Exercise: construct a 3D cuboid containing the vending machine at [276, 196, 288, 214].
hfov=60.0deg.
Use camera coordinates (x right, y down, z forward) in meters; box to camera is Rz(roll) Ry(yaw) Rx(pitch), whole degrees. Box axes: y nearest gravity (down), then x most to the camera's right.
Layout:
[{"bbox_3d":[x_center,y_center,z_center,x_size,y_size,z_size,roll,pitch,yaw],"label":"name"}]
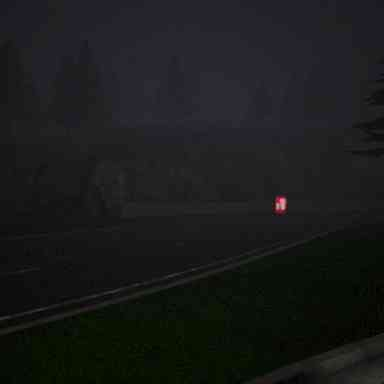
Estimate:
[{"bbox_3d":[10.496,1.503,38.750,0.880,2.100,1.100,1,0,-17],"label":"vending machine"}]
